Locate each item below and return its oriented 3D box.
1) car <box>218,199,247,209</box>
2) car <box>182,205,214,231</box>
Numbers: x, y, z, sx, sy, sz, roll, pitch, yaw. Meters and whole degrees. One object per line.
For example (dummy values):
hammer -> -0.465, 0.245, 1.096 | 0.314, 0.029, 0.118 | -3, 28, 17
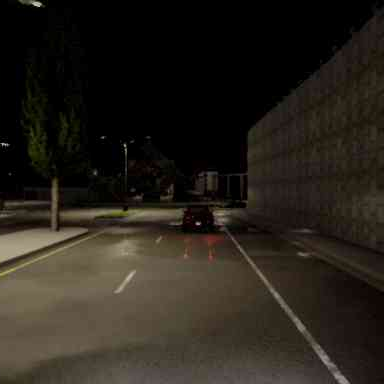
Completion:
car -> 5.766, 1.639, 45.146 | 4.718, 1.301, 1.895 | 0, 0, -42
car -> 0.378, 1.536, 20.365 | 1.812, 1.442, 4.674 | 0, 0, 1
